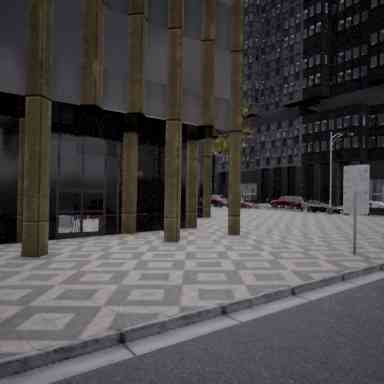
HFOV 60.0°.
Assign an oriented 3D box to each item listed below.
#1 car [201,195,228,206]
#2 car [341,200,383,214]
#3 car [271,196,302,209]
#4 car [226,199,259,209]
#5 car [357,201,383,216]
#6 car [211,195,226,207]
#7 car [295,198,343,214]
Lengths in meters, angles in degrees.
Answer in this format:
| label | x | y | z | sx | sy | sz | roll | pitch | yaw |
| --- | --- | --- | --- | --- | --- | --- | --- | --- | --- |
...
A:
| label | x | y | z | sx | sy | sz | roll | pitch | yaw |
| --- | --- | --- | --- | --- | --- | --- | --- | --- | --- |
| car | 4.103 | 1.511 | 61.221 | 2.192 | 1.841 | 5.009 | 1 | -1 | -35 |
| car | 20.060 | 1.707 | 38.746 | 2.008 | 1.369 | 4.403 | 1 | -1 | -35 |
| car | 13.679 | 1.486 | 47.737 | 2.192 | 1.841 | 5.009 | 1 | -1 | -35 |
| car | 6.731 | 1.570 | 42.793 | 1.802 | 1.307 | 4.206 | 1 | -1 | -35 |
| car | 16.308 | 1.517 | 29.309 | 2.008 | 1.369 | 4.403 | 1 | -1 | -35 |
| car | 3.543 | 1.311 | 47.291 | 2.192 | 1.841 | 5.009 | 1 | -1 | -35 |
| car | 13.115 | 1.539 | 33.803 | 1.947 | 1.339 | 4.313 | 1 | -1 | -35 |
